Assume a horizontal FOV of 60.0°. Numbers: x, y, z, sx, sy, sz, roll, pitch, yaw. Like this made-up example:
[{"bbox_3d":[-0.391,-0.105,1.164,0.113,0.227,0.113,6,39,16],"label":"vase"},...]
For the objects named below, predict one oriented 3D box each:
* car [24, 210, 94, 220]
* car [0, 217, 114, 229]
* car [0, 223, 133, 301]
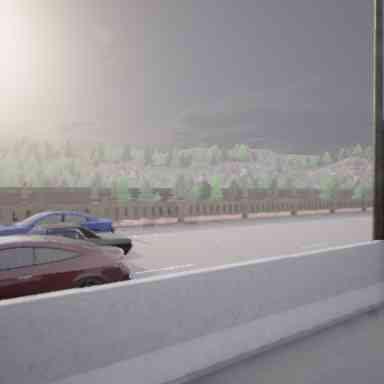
[{"bbox_3d":[-5.504,1.481,12.964,5.008,1.535,1.882,0,0,-35],"label":"car"},{"bbox_3d":[-4.234,1.603,9.571,4.718,1.301,1.895,0,0,-35],"label":"car"},{"bbox_3d":[-3.383,1.526,5.863,4.674,1.442,1.812,0,0,-36],"label":"car"}]
